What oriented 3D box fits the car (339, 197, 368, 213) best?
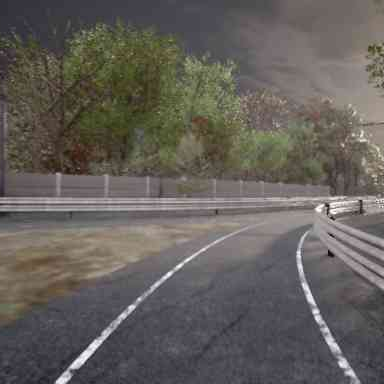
[{"bbox_3d":[16.837,1.343,34.632,1.837,1.490,4.892,1,1,42],"label":"car"}]
